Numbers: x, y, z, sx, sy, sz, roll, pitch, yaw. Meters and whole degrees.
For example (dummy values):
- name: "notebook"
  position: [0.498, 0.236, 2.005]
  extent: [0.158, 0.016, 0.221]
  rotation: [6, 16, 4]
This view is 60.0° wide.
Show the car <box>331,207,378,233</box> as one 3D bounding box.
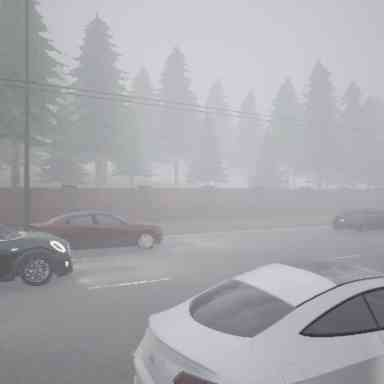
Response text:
- name: "car"
  position: [10.263, 1.562, 19.605]
  extent: [4.181, 1.385, 1.994]
  rotation: [0, 0, -26]

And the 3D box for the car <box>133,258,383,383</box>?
- name: "car"
  position: [1.694, 1.525, 3.779]
  extent: [4.674, 1.442, 1.812]
  rotation: [0, 0, -26]

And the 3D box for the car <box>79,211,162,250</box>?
- name: "car"
  position: [-3.604, 1.477, 12.879]
  extent: [5.008, 1.535, 1.882]
  rotation: [0, 0, -26]

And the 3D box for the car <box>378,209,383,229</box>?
- name: "car"
  position: [11.852, 1.476, 16.486]
  extent: [5.008, 1.535, 1.882]
  rotation: [0, 0, -26]

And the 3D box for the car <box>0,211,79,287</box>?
- name: "car"
  position: [-5.352, 1.351, 8.140]
  extent: [4.553, 1.767, 2.097]
  rotation: [0, 0, -26]
